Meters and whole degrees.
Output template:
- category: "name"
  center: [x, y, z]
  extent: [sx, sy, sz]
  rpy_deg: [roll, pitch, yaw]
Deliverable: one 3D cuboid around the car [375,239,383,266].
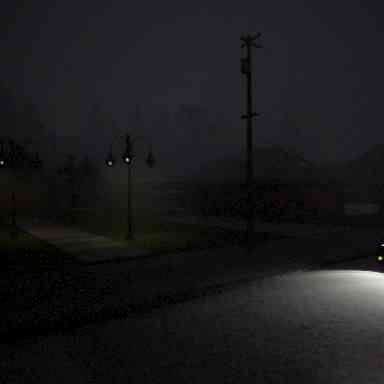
- category: "car"
  center: [7.187, 1.476, 9.666]
  extent: [4.181, 1.385, 1.994]
  rpy_deg: [-1, 0, -35]
